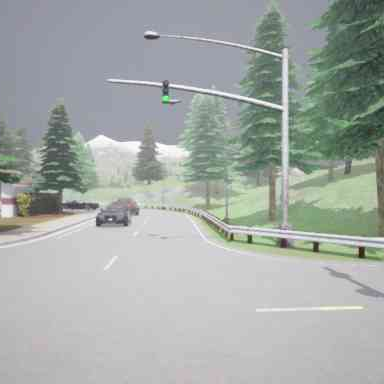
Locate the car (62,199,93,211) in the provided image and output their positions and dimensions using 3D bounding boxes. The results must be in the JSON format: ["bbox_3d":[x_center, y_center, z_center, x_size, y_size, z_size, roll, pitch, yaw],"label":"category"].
[{"bbox_3d":[-13.535,1.544,39.831,4.718,1.301,1.895,0,0,11],"label":"car"}]

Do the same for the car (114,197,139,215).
[{"bbox_3d":[-6.578,1.302,32.435,2.097,1.767,4.553,0,0,-22],"label":"car"}]

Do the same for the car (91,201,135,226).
[{"bbox_3d":[-5.249,1.528,22.700,1.994,1.385,4.181,0,0,-5],"label":"car"}]
